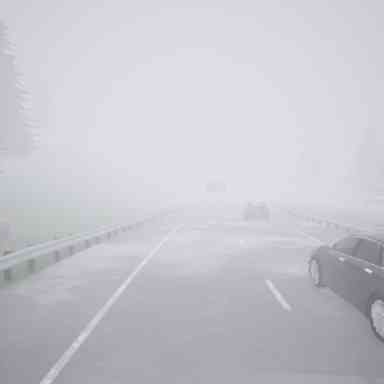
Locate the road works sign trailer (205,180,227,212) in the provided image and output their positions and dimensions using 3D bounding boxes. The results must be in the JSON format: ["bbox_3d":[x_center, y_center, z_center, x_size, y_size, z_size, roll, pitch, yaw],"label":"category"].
[{"bbox_3d":[2.784,0.411,38.942,2.380,3.560,2.880,0,0,9],"label":"road works sign trailer"}]

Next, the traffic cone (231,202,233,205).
[{"bbox_3d":[5.357,1.896,45.622,0.340,0.580,0.340,0,0,9],"label":"traffic cone"}]

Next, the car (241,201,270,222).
[{"bbox_3d":[4.996,1.460,26.327,2.128,1.511,4.902,0,0,6],"label":"car"}]

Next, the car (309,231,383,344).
[{"bbox_3d":[3.748,1.501,6.310,1.837,1.490,4.892,0,0,1],"label":"car"}]
